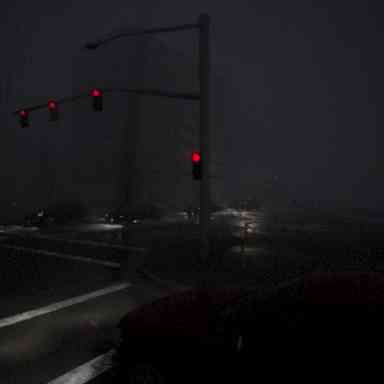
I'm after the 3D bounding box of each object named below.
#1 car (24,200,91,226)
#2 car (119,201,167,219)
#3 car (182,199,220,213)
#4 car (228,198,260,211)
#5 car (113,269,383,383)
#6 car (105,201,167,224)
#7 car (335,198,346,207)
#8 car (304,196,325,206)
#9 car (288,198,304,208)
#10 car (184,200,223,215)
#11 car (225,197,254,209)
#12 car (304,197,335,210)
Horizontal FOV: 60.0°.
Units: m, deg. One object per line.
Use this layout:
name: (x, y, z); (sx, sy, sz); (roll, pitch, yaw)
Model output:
car: (-9.704, 1.444, 24.251); (2.097, 1.767, 4.553); (0, 0, 35)
car: (-4.588, 1.614, 31.631); (1.812, 1.442, 4.674); (0, 0, 35)
car: (1.190, 1.631, 40.008); (2.033, 1.411, 5.357); (0, 0, 34)
car: (7.028, 1.557, 42.275); (2.128, 1.511, 4.902); (0, 0, 35)
car: (1.432, 1.478, 2.950); (5.008, 1.535, 1.882); (0, 0, 36)
car: (-4.215, 1.622, 26.038); (2.033, 1.411, 5.357); (0, 0, 35)
car: (23.222, 1.589, 53.069); (1.994, 1.385, 4.181); (0, 0, 35)
car: (20.452, 1.532, 55.211); (2.128, 1.511, 4.902); (0, 0, 34)
car: (15.275, 1.570, 47.709); (1.812, 1.442, 4.674); (0, 0, 35)
car: (1.238, 1.671, 33.924); (1.895, 1.301, 4.718); (0, 0, 35)
car: (7.014, 1.571, 48.364); (2.128, 1.511, 4.902); (0, 0, 35)
car: (16.969, 1.577, 44.009); (2.033, 1.411, 5.357); (0, 0, 34)
